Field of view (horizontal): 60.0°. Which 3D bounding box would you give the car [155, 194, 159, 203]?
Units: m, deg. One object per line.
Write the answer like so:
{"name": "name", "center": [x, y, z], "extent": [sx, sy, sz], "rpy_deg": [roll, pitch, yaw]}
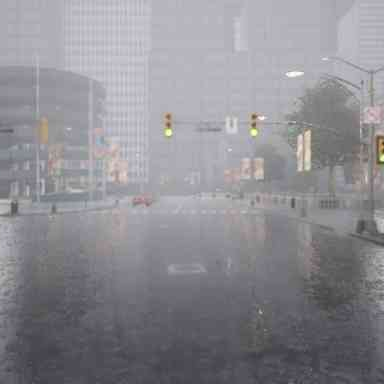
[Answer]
{"name": "car", "center": [-7.019, 1.174, 57.320], "extent": [2.128, 1.511, 4.902], "rpy_deg": [0, 0, 0]}

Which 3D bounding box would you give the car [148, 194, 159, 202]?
{"name": "car", "center": [-7.845, 1.188, 67.270], "extent": [1.994, 1.385, 4.181], "rpy_deg": [0, 0, -10]}

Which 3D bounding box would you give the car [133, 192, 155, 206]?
{"name": "car", "center": [-7.028, 0.958, 47.614], "extent": [2.150, 2.045, 5.566], "rpy_deg": [0, 0, 0]}
